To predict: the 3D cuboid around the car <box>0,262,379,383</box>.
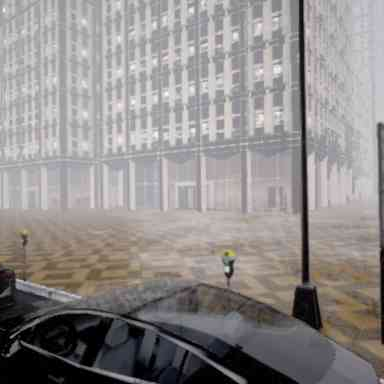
[{"bbox_3d":[-0.560,1.593,3.274,4.313,1.339,1.947,-1,-1,35],"label":"car"}]
